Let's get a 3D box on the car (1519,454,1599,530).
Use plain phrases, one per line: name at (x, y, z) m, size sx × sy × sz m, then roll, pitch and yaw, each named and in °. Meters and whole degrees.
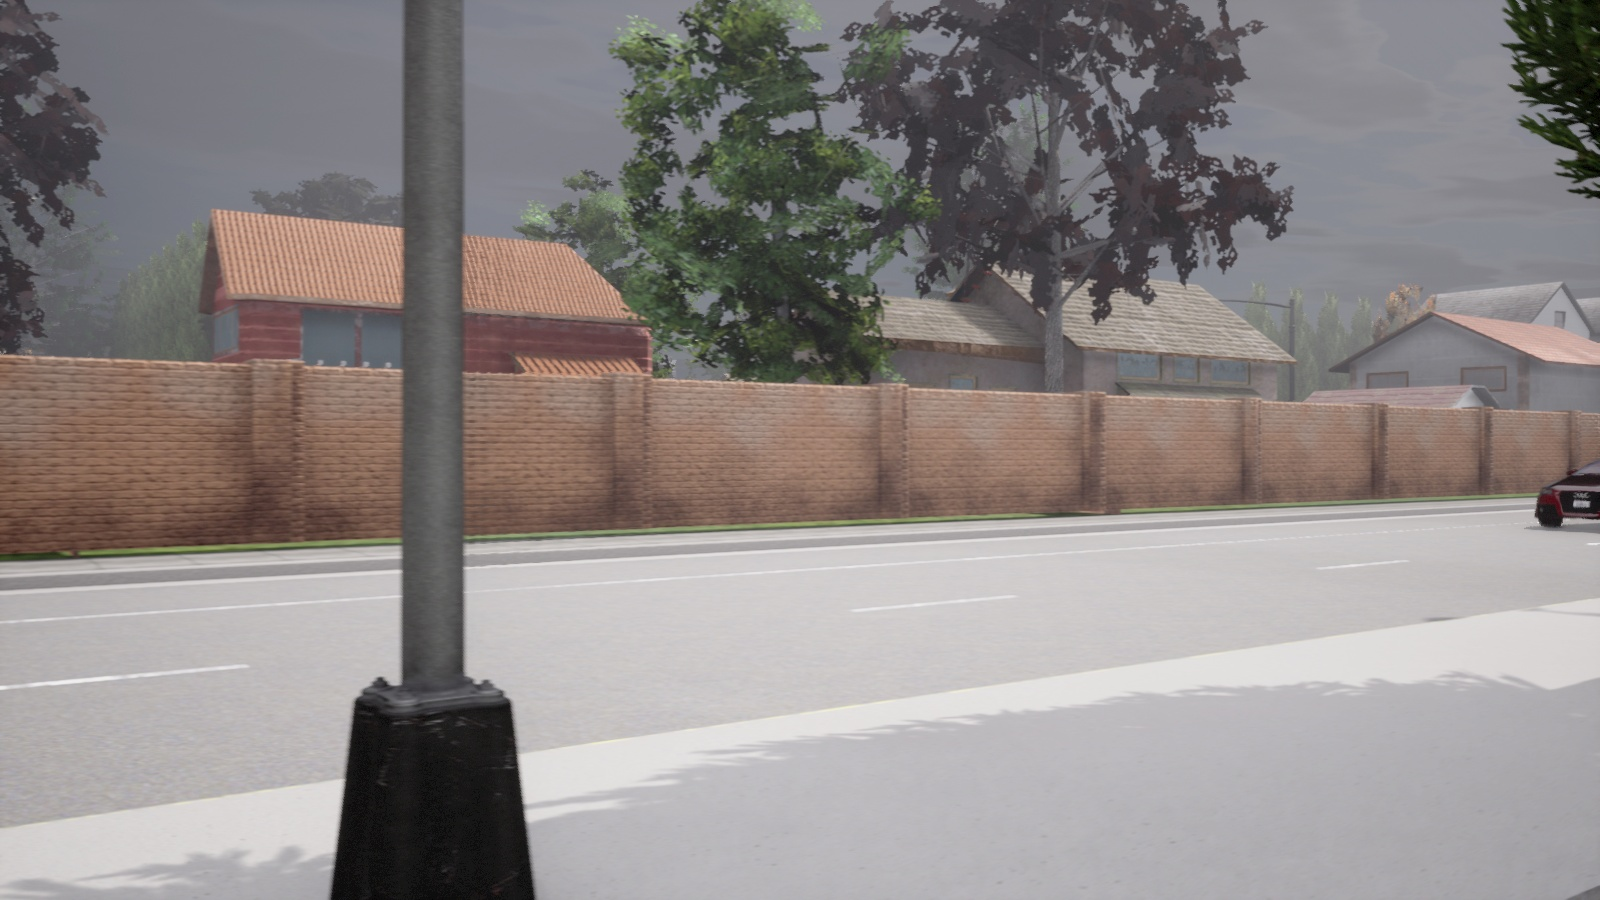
car at (16.140, 0.767, 24.558) m, size 4.181 × 1.385 × 1.994 m, roll 0°, pitch 0°, yaw -35°
